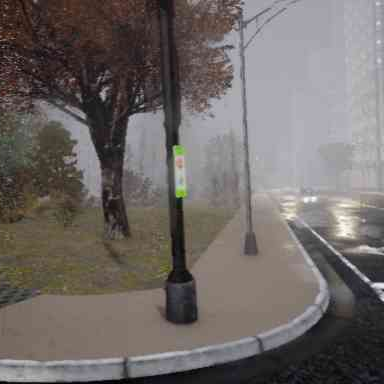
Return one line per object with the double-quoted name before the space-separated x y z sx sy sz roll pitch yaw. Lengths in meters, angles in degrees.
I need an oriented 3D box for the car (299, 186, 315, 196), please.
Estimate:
"car" 17.869 -0.228 51.871 2.128 1.511 4.902 -2 1 12
